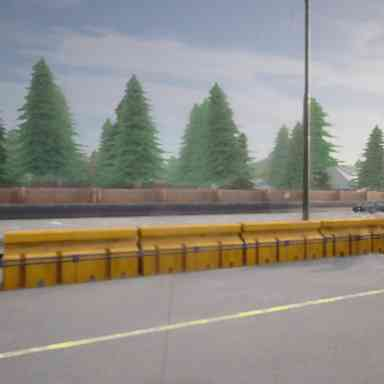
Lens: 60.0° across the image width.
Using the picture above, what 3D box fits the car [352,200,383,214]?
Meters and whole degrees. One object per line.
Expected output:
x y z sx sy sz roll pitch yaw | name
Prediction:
19.345 1.604 36.033 4.181 1.385 1.994 0 0 -29 | car
